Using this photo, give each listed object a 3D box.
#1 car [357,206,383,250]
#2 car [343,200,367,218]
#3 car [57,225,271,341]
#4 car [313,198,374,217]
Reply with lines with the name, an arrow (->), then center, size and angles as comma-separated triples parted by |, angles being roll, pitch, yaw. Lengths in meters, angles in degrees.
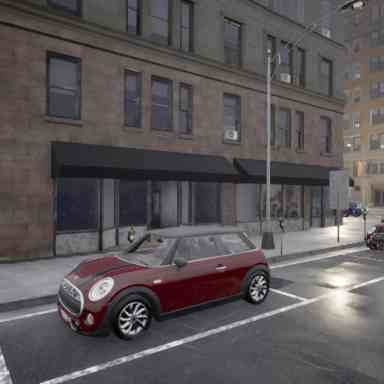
car -> 8.516, 1.445, 12.879 | 4.097, 1.590, 1.967 | 0, 0, -36
car -> 12.325, 1.123, 29.458 | 2.150, 2.045, 5.566 | 1, 0, -36
car -> -0.411, 1.441, 6.473 | 4.097, 1.590, 1.967 | 0, 0, -36
car -> 14.453, 1.416, 32.055 | 2.128, 1.511, 4.902 | 1, 0, -36
